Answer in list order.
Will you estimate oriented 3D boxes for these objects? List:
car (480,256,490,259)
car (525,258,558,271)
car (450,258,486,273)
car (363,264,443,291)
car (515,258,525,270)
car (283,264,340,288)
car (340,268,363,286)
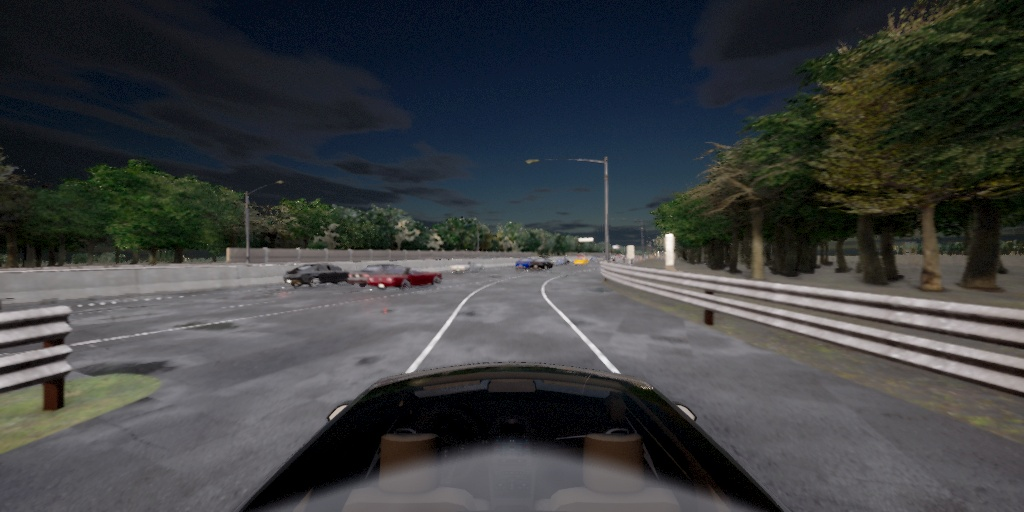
[{"bbox_3d":[-6.366,1.190,65.122,1.837,1.490,4.892,-1,0,23],"label":"car"},{"bbox_3d":[3.717,1.032,44.140,1.882,1.535,5.008,-1,0,23],"label":"car"},{"bbox_3d":[-5.068,1.273,41.388,1.895,1.301,4.718,-1,0,23],"label":"car"},{"bbox_3d":[-6.103,1.288,21.179,1.895,1.301,4.718,-1,0,23],"label":"car"},{"bbox_3d":[2.071,1.054,49.193,1.882,1.535,5.008,-1,0,23],"label":"car"},{"bbox_3d":[-12.542,1.279,23.923,1.837,1.490,4.892,-1,0,23],"label":"car"},{"bbox_3d":[-8.543,1.267,24.373,2.033,1.411,5.357,-1,0,23],"label":"car"}]
